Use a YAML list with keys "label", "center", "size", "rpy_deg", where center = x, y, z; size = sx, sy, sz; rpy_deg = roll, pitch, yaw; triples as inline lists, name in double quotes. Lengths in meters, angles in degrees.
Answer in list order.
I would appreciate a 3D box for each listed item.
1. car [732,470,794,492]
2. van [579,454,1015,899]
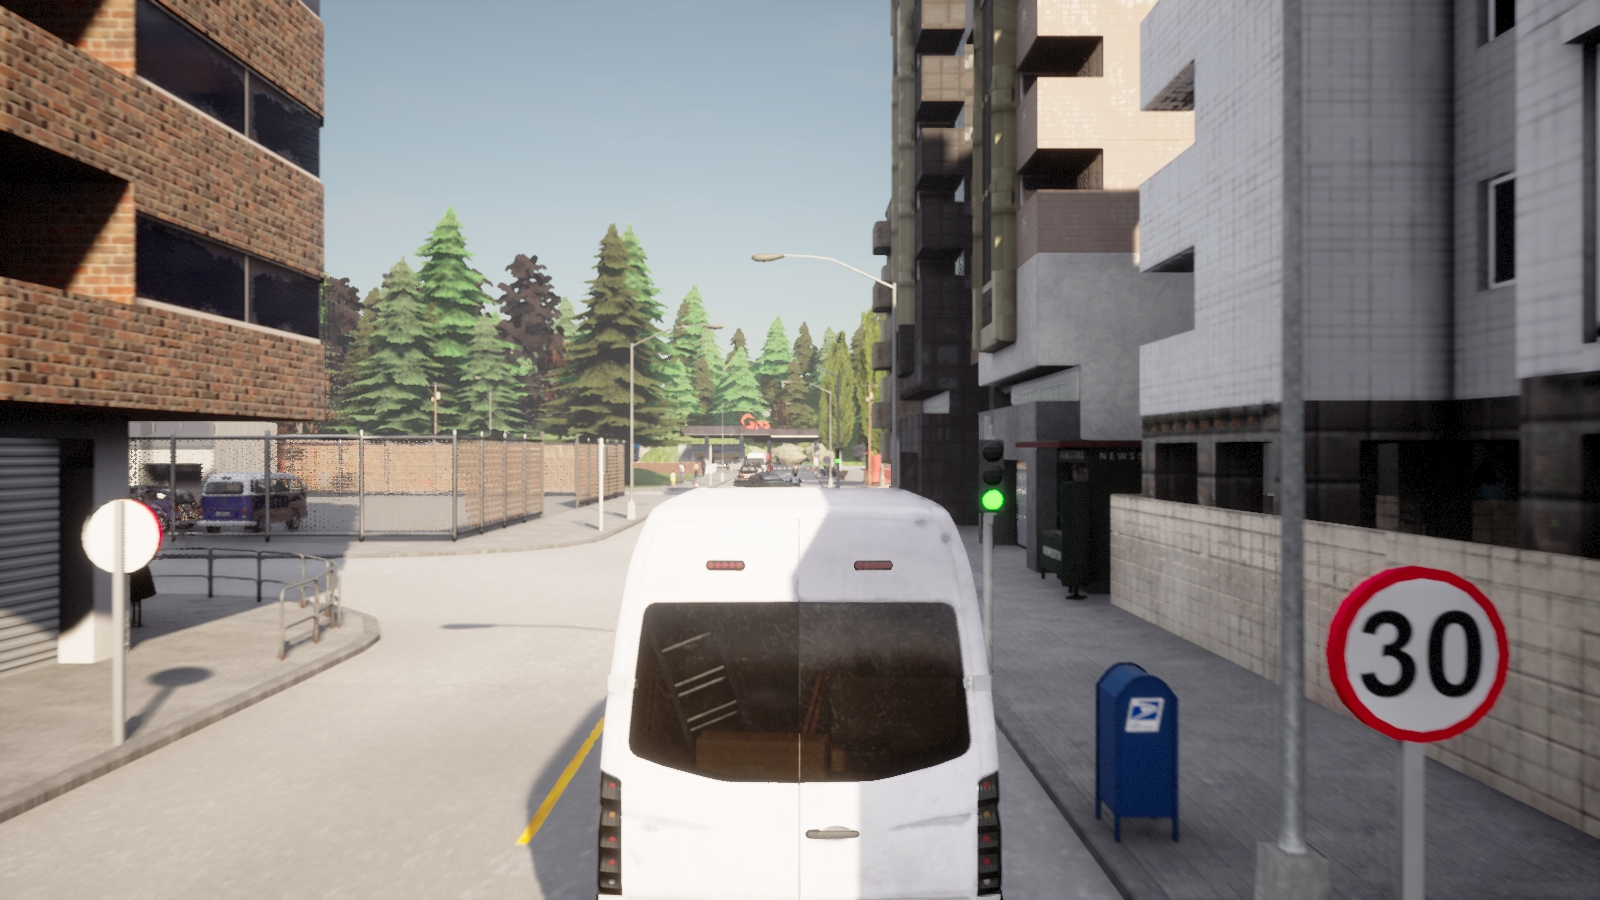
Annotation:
- label: "car"
  center: [-2.403, 1.963, 73.200]
  size: [1.895, 1.301, 4.718]
  rpy_deg: [0, 0, -31]
- label: "van"
  center: [-0.024, 1.318, 8.160]
  size: [1.988, 2.561, 5.915]
  rpy_deg: [0, 0, 0]
